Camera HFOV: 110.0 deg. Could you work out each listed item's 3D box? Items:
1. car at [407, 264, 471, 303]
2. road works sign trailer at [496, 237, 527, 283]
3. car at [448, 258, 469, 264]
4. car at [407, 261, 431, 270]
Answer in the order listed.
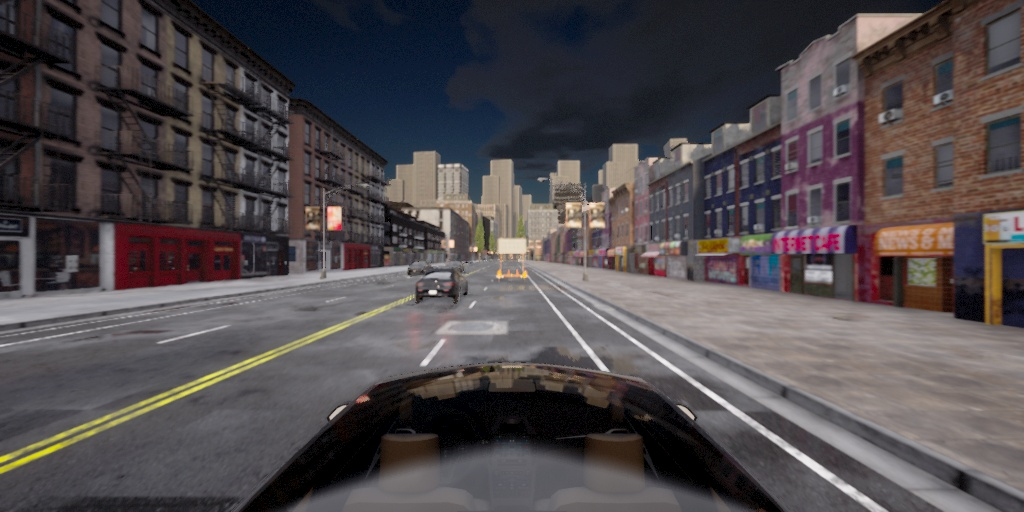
[{"bbox_3d":[-3.151,1.285,16.591,1.812,1.442,4.674,0,0,0],"label":"car"},{"bbox_3d":[0.002,0.242,28.733,2.380,3.560,2.880,0,0,0],"label":"road works sign trailer"},{"bbox_3d":[-6.579,1.312,41.681,1.837,1.490,4.892,0,0,0],"label":"car"},{"bbox_3d":[-9.834,1.306,38.576,1.837,1.490,4.892,0,-1,0],"label":"car"}]
